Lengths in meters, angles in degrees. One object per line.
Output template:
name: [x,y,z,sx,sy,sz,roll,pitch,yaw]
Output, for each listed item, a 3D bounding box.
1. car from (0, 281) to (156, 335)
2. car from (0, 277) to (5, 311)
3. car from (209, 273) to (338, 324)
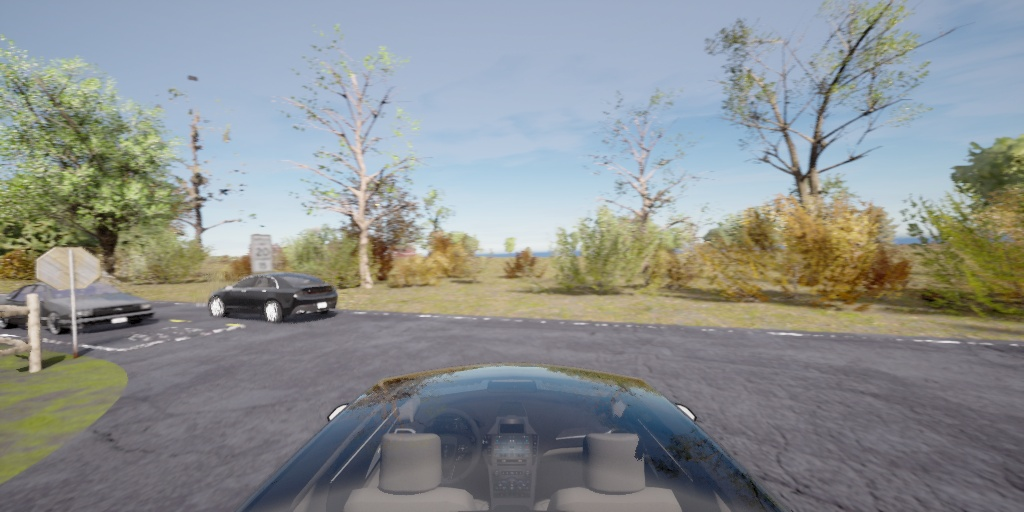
car: [-13.836,1.493,11.230,5.357,1.411,2.033,-1,1,19]
car: [-23.865,1.623,14.758,5.357,1.411,2.033,-1,1,19]
car: [-8.215,1.334,12.301,4.892,1.490,1.837,-1,-1,24]
